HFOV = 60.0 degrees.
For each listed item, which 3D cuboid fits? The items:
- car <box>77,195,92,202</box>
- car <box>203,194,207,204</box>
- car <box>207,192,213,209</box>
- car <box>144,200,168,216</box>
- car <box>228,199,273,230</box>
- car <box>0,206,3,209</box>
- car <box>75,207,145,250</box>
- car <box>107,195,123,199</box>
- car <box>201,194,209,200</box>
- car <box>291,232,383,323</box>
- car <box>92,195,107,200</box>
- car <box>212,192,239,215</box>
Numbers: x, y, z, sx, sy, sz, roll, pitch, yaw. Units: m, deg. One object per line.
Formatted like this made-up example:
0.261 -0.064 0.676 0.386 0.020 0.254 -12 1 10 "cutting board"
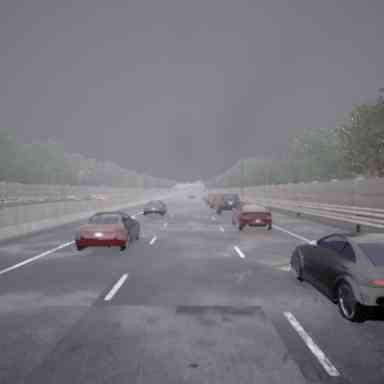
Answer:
-21.035 1.317 65.563 1.837 1.490 4.892 0 0 0 "car"
3.471 1.065 54.620 2.150 2.045 5.566 0 0 0 "car"
3.477 1.091 43.618 2.150 2.045 5.566 0 0 0 "car"
-3.416 1.466 31.654 1.994 1.385 4.181 0 0 0 "car"
3.591 1.412 20.558 1.882 1.535 5.008 0 0 0 "car"
-14.109 1.284 21.252 2.097 1.767 4.553 0 0 0 "car"
-3.407 1.518 14.142 1.994 1.385 4.181 0 0 0 "car"
-14.051 1.386 62.782 1.994 1.385 4.181 0 0 0 "car"
3.454 1.247 87.787 1.801 1.575 5.366 0 0 0 "car"
3.595 1.541 7.138 1.994 1.385 4.181 0 0 0 "car"
-17.536 1.295 65.643 1.882 1.535 5.008 0 0 0 "car"
3.483 1.121 32.616 2.150 2.045 5.566 0 0 0 "car"
